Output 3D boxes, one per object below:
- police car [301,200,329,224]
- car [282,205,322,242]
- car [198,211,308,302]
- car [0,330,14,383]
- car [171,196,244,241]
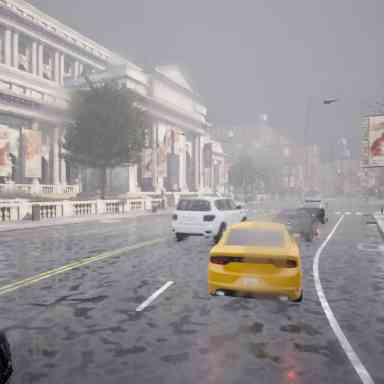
[{"bbox_3d":[9.169,1.425,25.099,1.930,1.638,5.238,0,0,27],"label":"police car"},{"bbox_3d":[5.162,1.564,16.744,1.994,1.385,4.181,0,0,26],"label":"car"},{"bbox_3d":[1.700,1.478,8.446,1.882,1.535,5.008,0,0,15],"label":"car"},{"bbox_3d":[-3.085,1.563,2.011,1.994,1.385,4.181,0,0,5],"label":"car"},{"bbox_3d":[1.028,1.223,16.246,2.150,2.045,5.566,0,0,25],"label":"car"}]
